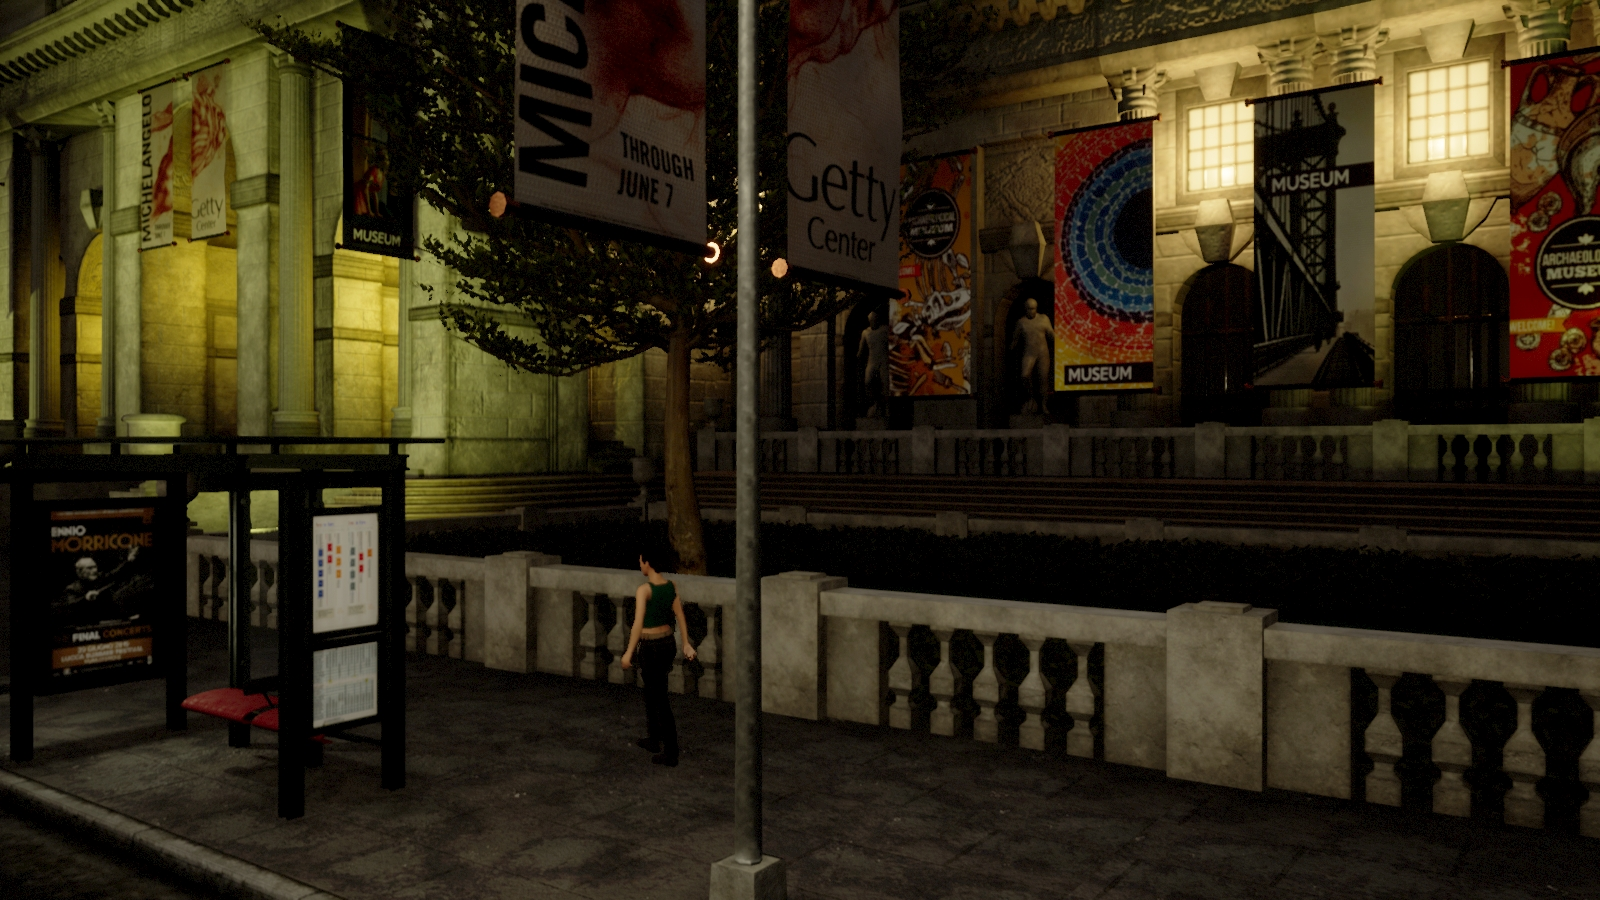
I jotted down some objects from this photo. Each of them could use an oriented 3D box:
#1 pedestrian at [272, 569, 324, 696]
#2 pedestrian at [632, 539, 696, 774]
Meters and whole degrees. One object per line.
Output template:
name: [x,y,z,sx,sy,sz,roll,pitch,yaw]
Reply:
pedestrian: [-5.471,1.974,12.449,0.375,1.300,0.375,0,0,34]
pedestrian: [-1.135,1.695,9.530,0.375,1.860,0.375,0,0,37]
